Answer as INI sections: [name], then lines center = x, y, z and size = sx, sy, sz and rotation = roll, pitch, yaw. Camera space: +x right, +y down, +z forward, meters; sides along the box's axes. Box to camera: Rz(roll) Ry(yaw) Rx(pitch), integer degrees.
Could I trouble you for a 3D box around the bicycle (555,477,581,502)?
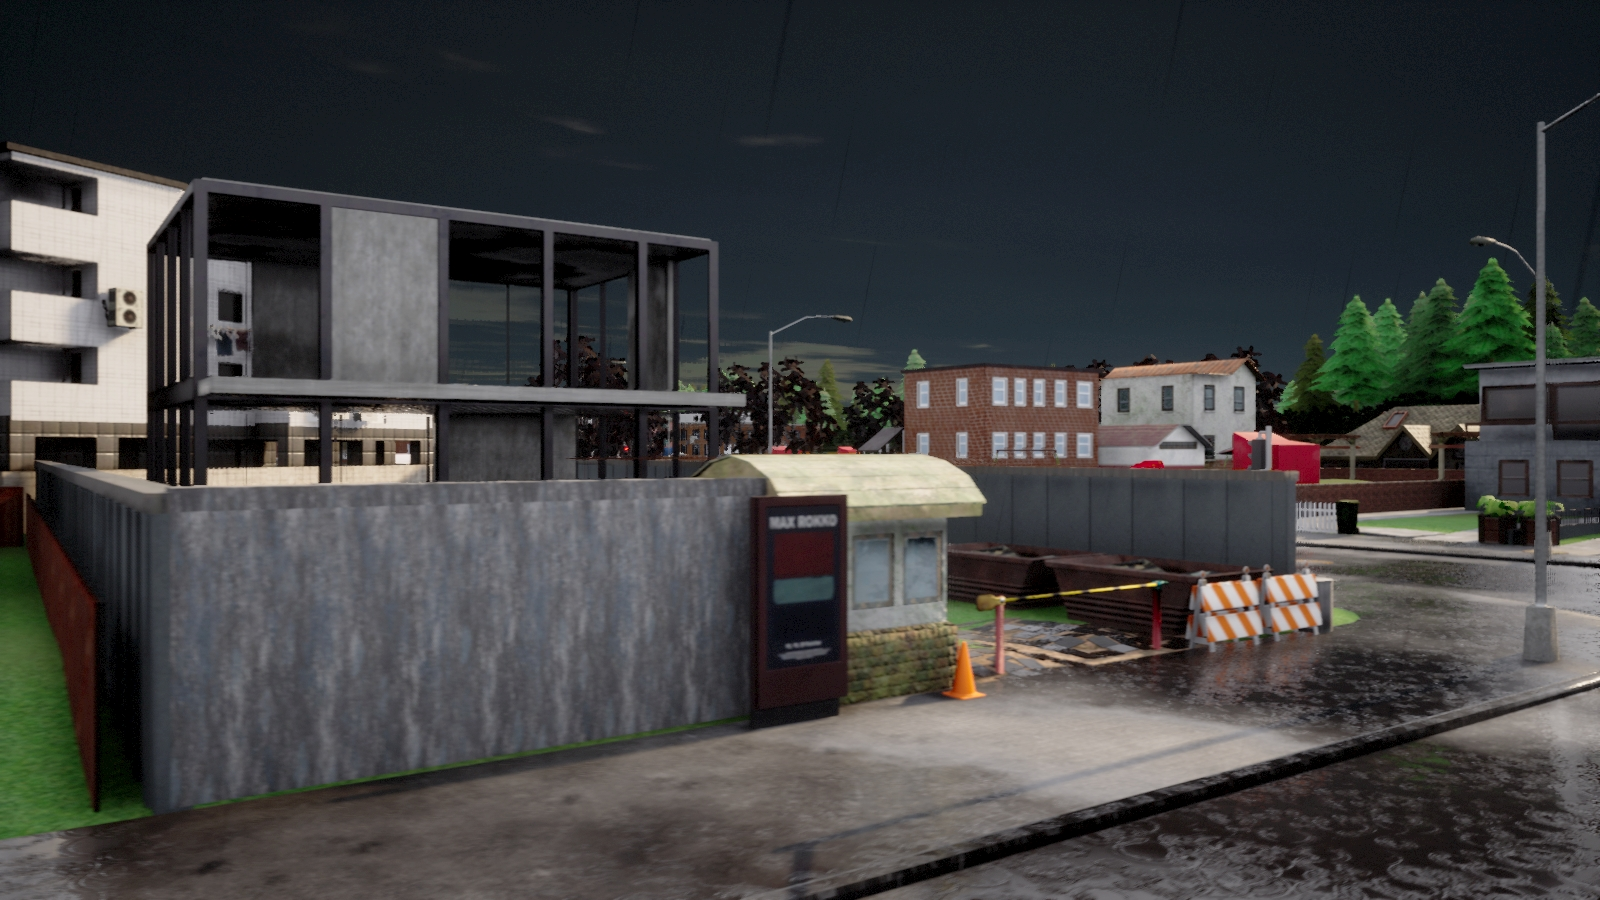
[bicycle]
center = -12.767, 2.157, 62.872
size = 0.859, 1.276, 1.487
rotation = -3, -1, 12
